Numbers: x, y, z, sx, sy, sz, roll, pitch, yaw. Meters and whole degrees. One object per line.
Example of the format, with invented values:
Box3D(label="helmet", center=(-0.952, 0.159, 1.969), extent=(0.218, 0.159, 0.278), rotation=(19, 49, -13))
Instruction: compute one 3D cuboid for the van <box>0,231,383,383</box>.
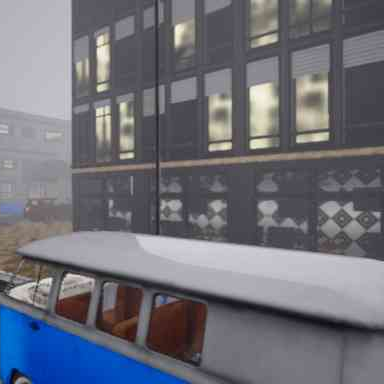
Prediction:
Box3D(label="van", center=(-0.178, 1.341, 2.967), extent=(3.998, 1.788, 1.690), rotation=(0, 0, 36))

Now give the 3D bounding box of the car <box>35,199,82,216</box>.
Box3D(label="car", center=(-13.700, 1.532, 34.434), extent=(1.967, 1.590, 4.097), rotation=(-1, -1, 35))

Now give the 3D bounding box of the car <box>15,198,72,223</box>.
Box3D(label="car", center=(-10.063, 1.350, 25.082), extent=(2.192, 1.841, 5.009), rotation=(-1, -1, 35))

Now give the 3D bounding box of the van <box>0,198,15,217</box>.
Box3D(label="van", center=(-16.898, 1.415, 29.930), extent=(1.690, 1.788, 3.998), rotation=(-1, 0, 35))
